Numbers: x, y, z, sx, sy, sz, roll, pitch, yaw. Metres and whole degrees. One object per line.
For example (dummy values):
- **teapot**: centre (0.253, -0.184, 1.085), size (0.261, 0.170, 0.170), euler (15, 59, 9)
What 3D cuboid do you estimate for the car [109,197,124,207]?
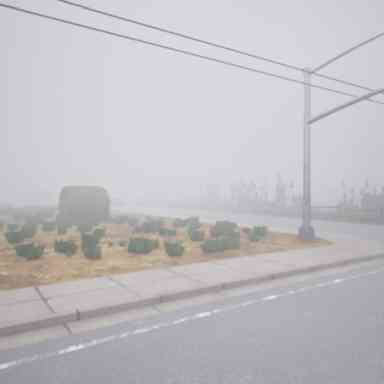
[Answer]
- **car**: centre (-12.642, 1.669, 54.275), size (1.837, 1.490, 4.892), euler (1, -1, -33)
